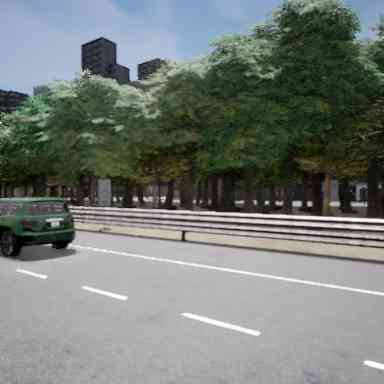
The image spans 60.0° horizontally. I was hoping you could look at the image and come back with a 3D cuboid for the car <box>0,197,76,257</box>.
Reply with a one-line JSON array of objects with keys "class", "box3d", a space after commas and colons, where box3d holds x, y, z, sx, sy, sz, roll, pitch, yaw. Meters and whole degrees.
[{"class": "car", "box3d": [-6.938, 1.222, 13.112, 5.566, 2.045, 2.150, 0, 0, 35]}]
